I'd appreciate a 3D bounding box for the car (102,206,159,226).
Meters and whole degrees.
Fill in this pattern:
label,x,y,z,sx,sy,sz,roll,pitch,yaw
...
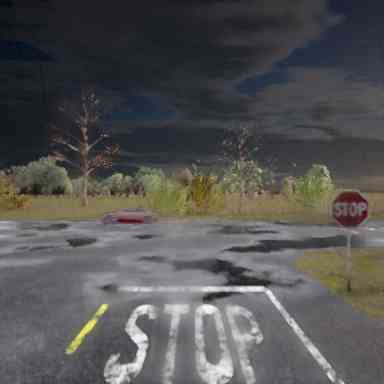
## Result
label,x,y,z,sx,sy,sz,roll,pitch,yaw
car,-4.579,1.743,24.816,4.181,1.385,1.994,0,0,-1
